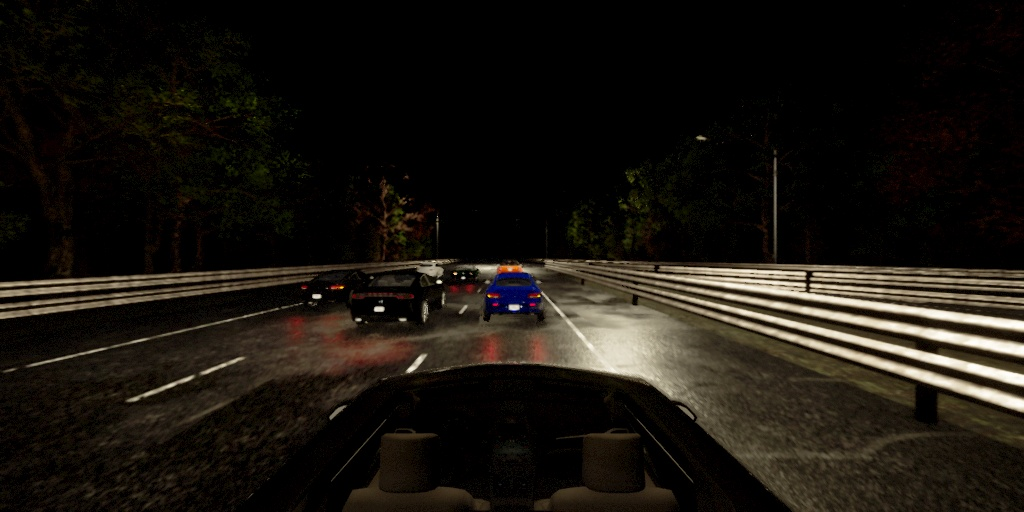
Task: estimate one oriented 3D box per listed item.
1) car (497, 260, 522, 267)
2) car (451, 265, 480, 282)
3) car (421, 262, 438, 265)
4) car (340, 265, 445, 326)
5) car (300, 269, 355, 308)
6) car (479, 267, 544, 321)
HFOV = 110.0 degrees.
[{"bbox_3d":[-0.199,1.097,30.121,2.097,1.767,4.553,0,0,-1],"label":"car"},{"bbox_3d":[-3.675,1.346,29.020,1.895,1.301,4.718,0,0,-1],"label":"car"},{"bbox_3d":[-7.229,1.273,31.569,1.812,1.442,4.674,0,0,-1],"label":"car"},{"bbox_3d":[-3.452,1.224,11.736,1.882,1.535,5.008,0,0,0],"label":"car"},{"bbox_3d":[-6.980,1.272,15.082,1.812,1.442,4.674,0,0,-1],"label":"car"},{"bbox_3d":[0.044,1.271,12.336,1.812,1.442,4.674,0,0,0],"label":"car"}]
